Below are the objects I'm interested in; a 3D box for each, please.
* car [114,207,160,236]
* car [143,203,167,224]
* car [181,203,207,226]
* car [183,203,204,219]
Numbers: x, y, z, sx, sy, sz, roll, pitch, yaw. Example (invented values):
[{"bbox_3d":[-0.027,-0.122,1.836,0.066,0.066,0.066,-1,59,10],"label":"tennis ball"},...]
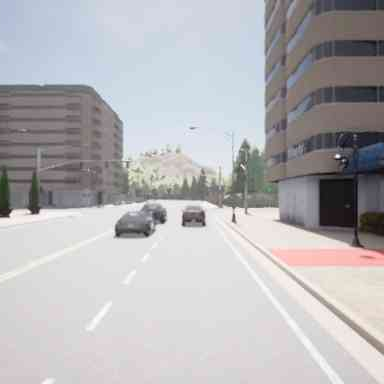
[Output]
[{"bbox_3d":[-3.331,1.826,20.111,1.994,1.385,4.181,0,-1,0],"label":"car"},{"bbox_3d":[-3.300,1.726,28.753,2.097,1.767,4.553,0,-1,0],"label":"car"},{"bbox_3d":[0.146,1.854,26.757,1.837,1.490,4.892,0,-1,1],"label":"car"},{"bbox_3d":[0.127,1.962,36.116,2.128,1.511,4.902,0,-1,0],"label":"car"}]
